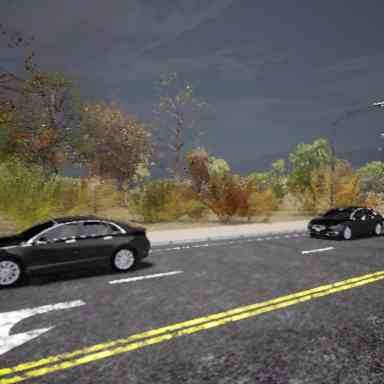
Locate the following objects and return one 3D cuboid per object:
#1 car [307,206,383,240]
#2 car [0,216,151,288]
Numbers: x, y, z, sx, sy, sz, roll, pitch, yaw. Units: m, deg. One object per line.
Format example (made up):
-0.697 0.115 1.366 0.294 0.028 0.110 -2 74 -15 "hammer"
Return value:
7.912 1.501 17.008 4.892 1.490 1.837 -1 1 -35 "car"
-3.516 1.451 9.158 4.892 1.490 1.837 0 0 -34 "car"
